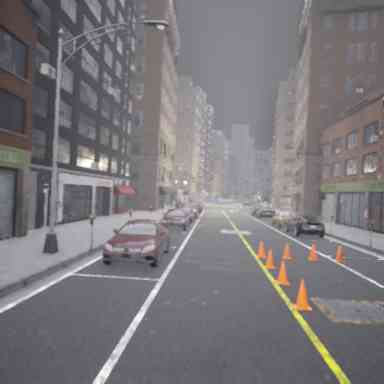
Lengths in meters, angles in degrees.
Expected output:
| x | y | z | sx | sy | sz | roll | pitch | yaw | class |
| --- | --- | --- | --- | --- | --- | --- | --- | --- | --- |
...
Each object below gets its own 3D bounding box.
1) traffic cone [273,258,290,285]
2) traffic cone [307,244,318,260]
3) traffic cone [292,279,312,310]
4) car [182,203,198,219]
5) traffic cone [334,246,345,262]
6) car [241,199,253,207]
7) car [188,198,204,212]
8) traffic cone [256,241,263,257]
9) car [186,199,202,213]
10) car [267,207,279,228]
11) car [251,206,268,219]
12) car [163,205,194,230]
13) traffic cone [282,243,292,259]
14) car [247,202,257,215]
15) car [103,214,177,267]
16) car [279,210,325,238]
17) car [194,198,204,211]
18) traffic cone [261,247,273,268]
| x | y | z | sx | sy | sz | roll | pitch | yaw | class |
| --- | --- | --- | --- | --- | --- | --- | --- | --- | --- |
| 2.465 | 2.179 | 9.052 | 0.340 | 0.580 | 0.340 | 3 | -1 | 4 | traffic cone |
| 4.710 | 2.329 | 12.917 | 0.340 | 0.580 | 0.340 | 3 | -1 | 4 | traffic cone |
| 2.341 | 2.149 | 7.056 | 0.340 | 0.580 | 0.340 | 3 | -1 | 4 | traffic cone |
| -0.724 | 1.871 | 28.135 | 1.802 | 1.307 | 4.206 | 2 | -1 | 4 | car |
| 5.706 | 2.375 | 12.854 | 0.340 | 0.580 | 0.340 | 3 | -1 | 4 | traffic cone |
| 14.474 | 3.183 | 88.155 | 1.947 | 1.339 | 4.313 | 2 | -1 | 13 | car |
| 0.664 | 1.908 | 50.124 | 2.192 | 1.841 | 5.009 | 2 | -1 | 4 | car |
| 2.716 | 2.236 | 13.043 | 0.340 | 0.580 | 0.340 | 3 | -1 | 4 | traffic cone |
| -0.374 | 1.806 | 33.633 | 1.967 | 1.590 | 4.097 | 2 | -1 | 4 | car |
| 7.789 | 2.212 | 27.779 | 1.752 | 1.417 | 4.829 | 2 | -1 | 4 | car |
| 8.466 | 2.404 | 38.598 | 1.947 | 1.339 | 4.313 | 2 | -1 | 4 | car |
| -1.069 | 1.793 | 22.639 | 1.802 | 1.307 | 4.206 | 2 | -1 | 4 | car |
| 3.713 | 2.283 | 12.980 | 0.340 | 0.580 | 0.340 | 3 | -1 | 4 | traffic cone |
| 8.810 | 2.479 | 44.094 | 1.947 | 1.339 | 4.313 | 2 | -1 | 4 | car |
| -1.758 | 1.635 | 11.646 | 1.802 | 1.307 | 4.206 | 2 | -1 | 4 | car |
| 7.432 | 2.172 | 22.113 | 1.947 | 1.339 | 4.313 | 2 | -1 | 4 | car |
| 0.320 | 1.833 | 44.628 | 2.192 | 1.841 | 5.009 | 2 | -1 | 4 | car |
| 2.591 | 2.207 | 11.047 | 0.340 | 0.580 | 0.340 | 3 | -1 | 4 | traffic cone |
